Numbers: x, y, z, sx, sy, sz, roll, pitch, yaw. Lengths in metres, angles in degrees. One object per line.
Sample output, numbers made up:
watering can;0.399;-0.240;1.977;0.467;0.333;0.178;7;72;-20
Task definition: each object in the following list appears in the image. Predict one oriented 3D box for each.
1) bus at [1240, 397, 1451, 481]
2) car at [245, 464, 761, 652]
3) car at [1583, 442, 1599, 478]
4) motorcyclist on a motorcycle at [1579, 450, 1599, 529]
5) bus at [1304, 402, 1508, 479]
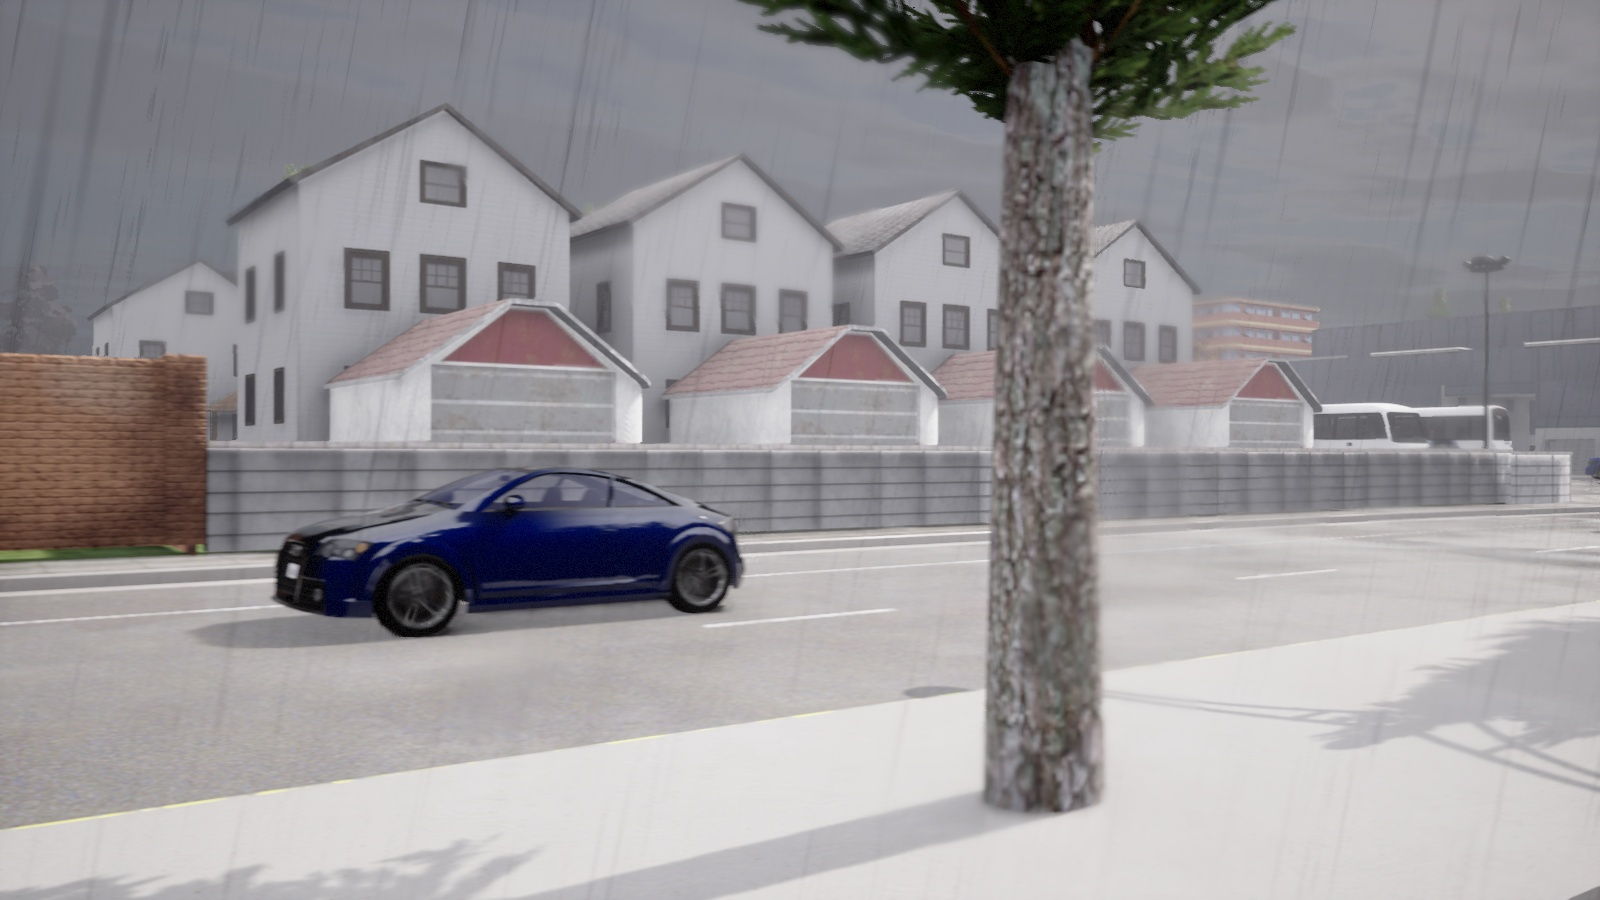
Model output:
bus;29.612;-0.518;68.838;3.944;4.253;10.273;0;0;-30
car;-2.654;0.843;11.561;4.181;1.385;1.994;0;0;-35
car;46.558;0.544;69.291;5.566;2.045;2.150;0;0;35
motorcyclist on a motorcycle;16.276;0.756;24.778;2.044;1.523;0.797;0;0;-35
bus;35.988;-0.515;74.997;3.944;4.253;10.273;0;0;-43
